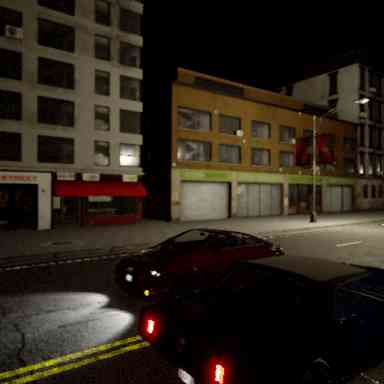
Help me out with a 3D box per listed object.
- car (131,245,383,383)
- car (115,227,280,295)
[{"bbox_3d":[1.750,1.600,4.688,4.718,1.301,1.895,0,0,-36],"label":"car"},{"bbox_3d":[0.343,1.564,7.923,4.181,1.385,1.994,0,0,-36],"label":"car"}]
